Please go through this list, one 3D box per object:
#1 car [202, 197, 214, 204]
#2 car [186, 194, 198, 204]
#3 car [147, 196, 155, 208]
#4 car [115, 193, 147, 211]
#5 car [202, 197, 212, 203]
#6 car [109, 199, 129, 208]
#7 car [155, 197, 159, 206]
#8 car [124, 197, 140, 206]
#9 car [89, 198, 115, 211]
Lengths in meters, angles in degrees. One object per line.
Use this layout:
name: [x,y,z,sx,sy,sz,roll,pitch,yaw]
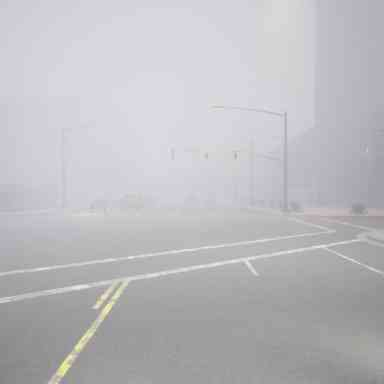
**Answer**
car: [3.472,1.740,68.010,1.812,1.442,4.674,0,-1,0]
car: [-0.028,1.432,67.625,2.150,2.045,5.566,0,-1,0]
car: [-7.078,1.388,49.145,2.097,1.767,4.553,0,-1,-1]
car: [-7.086,1.192,39.505,2.150,2.045,5.566,0,0,0]
car: [3.468,1.778,78.012,2.033,1.411,5.357,0,-1,0]
car: [-10.582,1.631,48.405,1.895,1.301,4.718,0,0,0]
car: [-7.078,1.608,59.187,1.882,1.535,5.008,0,-1,0]
car: [-10.575,1.602,58.549,1.882,1.535,5.008,0,-1,0]
car: [-10.584,1.456,39.132,2.128,1.511,4.902,0,0,0]
